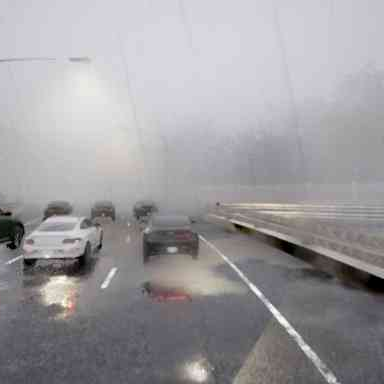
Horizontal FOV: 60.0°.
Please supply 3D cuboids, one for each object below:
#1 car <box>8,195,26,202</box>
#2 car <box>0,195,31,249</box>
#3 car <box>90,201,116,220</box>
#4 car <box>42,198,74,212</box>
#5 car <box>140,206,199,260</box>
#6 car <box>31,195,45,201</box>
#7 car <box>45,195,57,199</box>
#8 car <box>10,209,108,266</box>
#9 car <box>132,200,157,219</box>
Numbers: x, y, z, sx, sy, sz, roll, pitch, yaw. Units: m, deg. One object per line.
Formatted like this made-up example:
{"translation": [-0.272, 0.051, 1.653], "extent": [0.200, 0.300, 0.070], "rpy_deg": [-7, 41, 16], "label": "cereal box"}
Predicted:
{"translation": [-40.046, 1.460, 76.171], "extent": [4.902, 1.511, 2.128], "rpy_deg": [0, 0, 42], "label": "car"}
{"translation": [-7.733, 1.239, 11.305], "extent": [2.150, 2.045, 5.566], "rpy_deg": [0, 0, -6], "label": "car"}
{"translation": [-7.503, 1.499, 28.103], "extent": [1.837, 1.490, 4.892], "rpy_deg": [0, 0, -15], "label": "car"}
{"translation": [-10.981, 1.517, 27.557], "extent": [1.837, 1.490, 4.892], "rpy_deg": [0, 0, -15], "label": "car"}
{"translation": [-0.873, 1.494, 12.465], "extent": [1.837, 1.490, 4.892], "rpy_deg": [0, 0, -7], "label": "car"}
{"translation": [-37.637, 1.460, 78.710], "extent": [5.357, 1.411, 2.033], "rpy_deg": [0, 0, 42], "label": "car"}
{"translation": [-34.809, 1.398, 80.930], "extent": [5.008, 1.535, 1.882], "rpy_deg": [0, 0, 42], "label": "car"}
{"translation": [-4.280, 1.529, 11.550], "extent": [1.812, 1.442, 4.674], "rpy_deg": [0, 0, -6], "label": "car"}
{"translation": [-4.028, 1.486, 28.643], "extent": [1.837, 1.490, 4.892], "rpy_deg": [0, 0, -15], "label": "car"}
